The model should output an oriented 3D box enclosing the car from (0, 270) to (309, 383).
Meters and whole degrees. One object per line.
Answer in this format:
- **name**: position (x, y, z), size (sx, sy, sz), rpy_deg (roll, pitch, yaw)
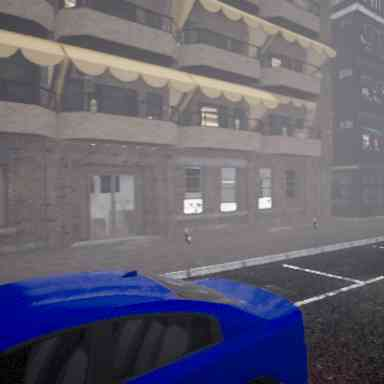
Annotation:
- **car**: position (-1.213, 1.476, 2.509), size (5.008, 1.535, 1.882), rpy_deg (-1, 0, -35)
